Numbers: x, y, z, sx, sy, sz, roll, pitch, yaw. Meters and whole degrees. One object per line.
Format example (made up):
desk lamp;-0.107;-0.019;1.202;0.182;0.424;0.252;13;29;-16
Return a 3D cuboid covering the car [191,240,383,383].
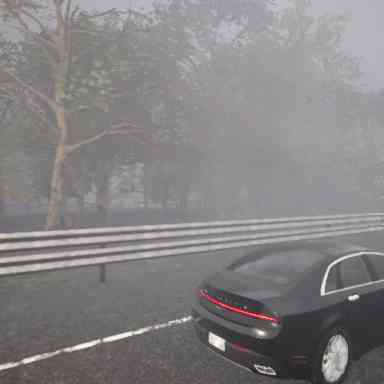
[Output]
car;2.261;1.550;5.374;4.892;1.490;1.837;1;0;-36
